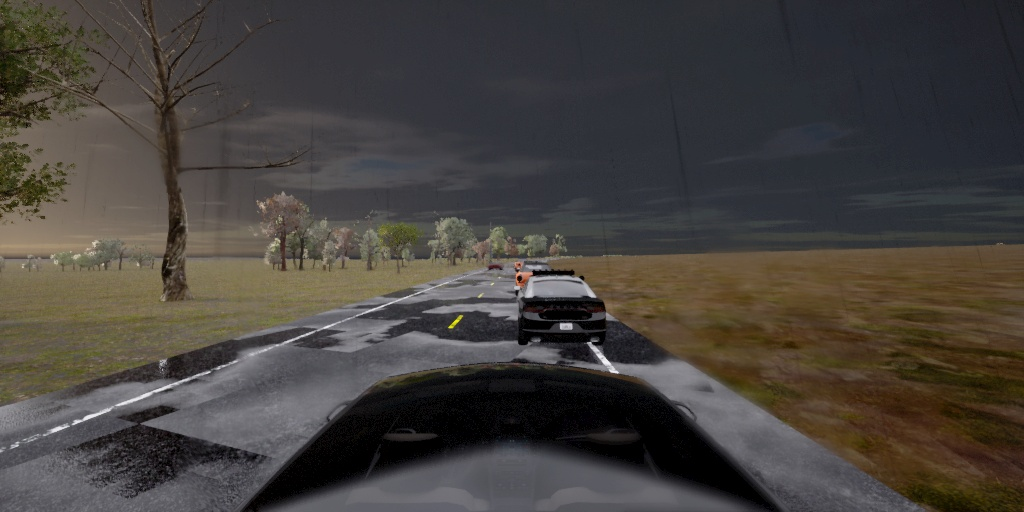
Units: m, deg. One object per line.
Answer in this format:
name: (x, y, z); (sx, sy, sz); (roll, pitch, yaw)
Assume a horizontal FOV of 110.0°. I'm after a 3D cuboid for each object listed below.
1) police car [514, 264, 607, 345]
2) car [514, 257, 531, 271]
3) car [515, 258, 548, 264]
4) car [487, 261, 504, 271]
police car: (1.088, 1.175, 9.609); (1.930, 1.638, 5.238); (0, 0, 1)
car: (1.530, 1.092, 50.749); (2.097, 1.767, 4.553); (0, 0, 4)
car: (1.244, 1.101, 19.434); (2.097, 1.767, 4.553); (0, 0, 1)
car: (-2.167, 1.343, 48.107); (1.895, 1.301, 4.718); (0, 0, 3)
